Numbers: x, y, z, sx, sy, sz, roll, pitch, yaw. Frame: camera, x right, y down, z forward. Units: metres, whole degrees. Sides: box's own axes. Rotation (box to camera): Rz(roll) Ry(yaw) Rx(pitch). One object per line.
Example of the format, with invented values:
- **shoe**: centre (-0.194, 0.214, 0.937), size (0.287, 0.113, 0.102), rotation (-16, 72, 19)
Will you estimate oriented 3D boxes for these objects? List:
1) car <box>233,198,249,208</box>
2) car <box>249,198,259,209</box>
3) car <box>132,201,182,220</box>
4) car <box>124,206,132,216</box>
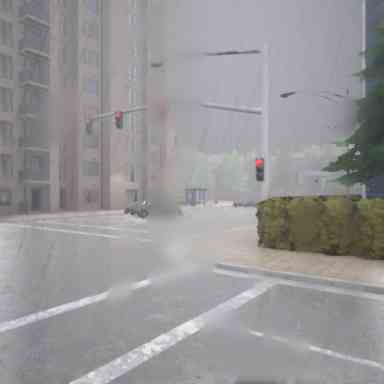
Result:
- **car**: centre (7.938, 1.544, 48.683), size (2.033, 1.411, 5.357), rotation (0, 0, 36)
- **car**: centre (10.384, 1.544, 46.106), size (2.033, 1.411, 5.357), rotation (0, 0, 36)
- **car**: centre (-2.672, 1.561, 28.332), size (1.994, 1.385, 4.181), rotation (0, 0, 36)
- **car**: centre (-4.093, 1.543, 32.328), size (2.033, 1.411, 5.357), rotation (0, 0, 36)
